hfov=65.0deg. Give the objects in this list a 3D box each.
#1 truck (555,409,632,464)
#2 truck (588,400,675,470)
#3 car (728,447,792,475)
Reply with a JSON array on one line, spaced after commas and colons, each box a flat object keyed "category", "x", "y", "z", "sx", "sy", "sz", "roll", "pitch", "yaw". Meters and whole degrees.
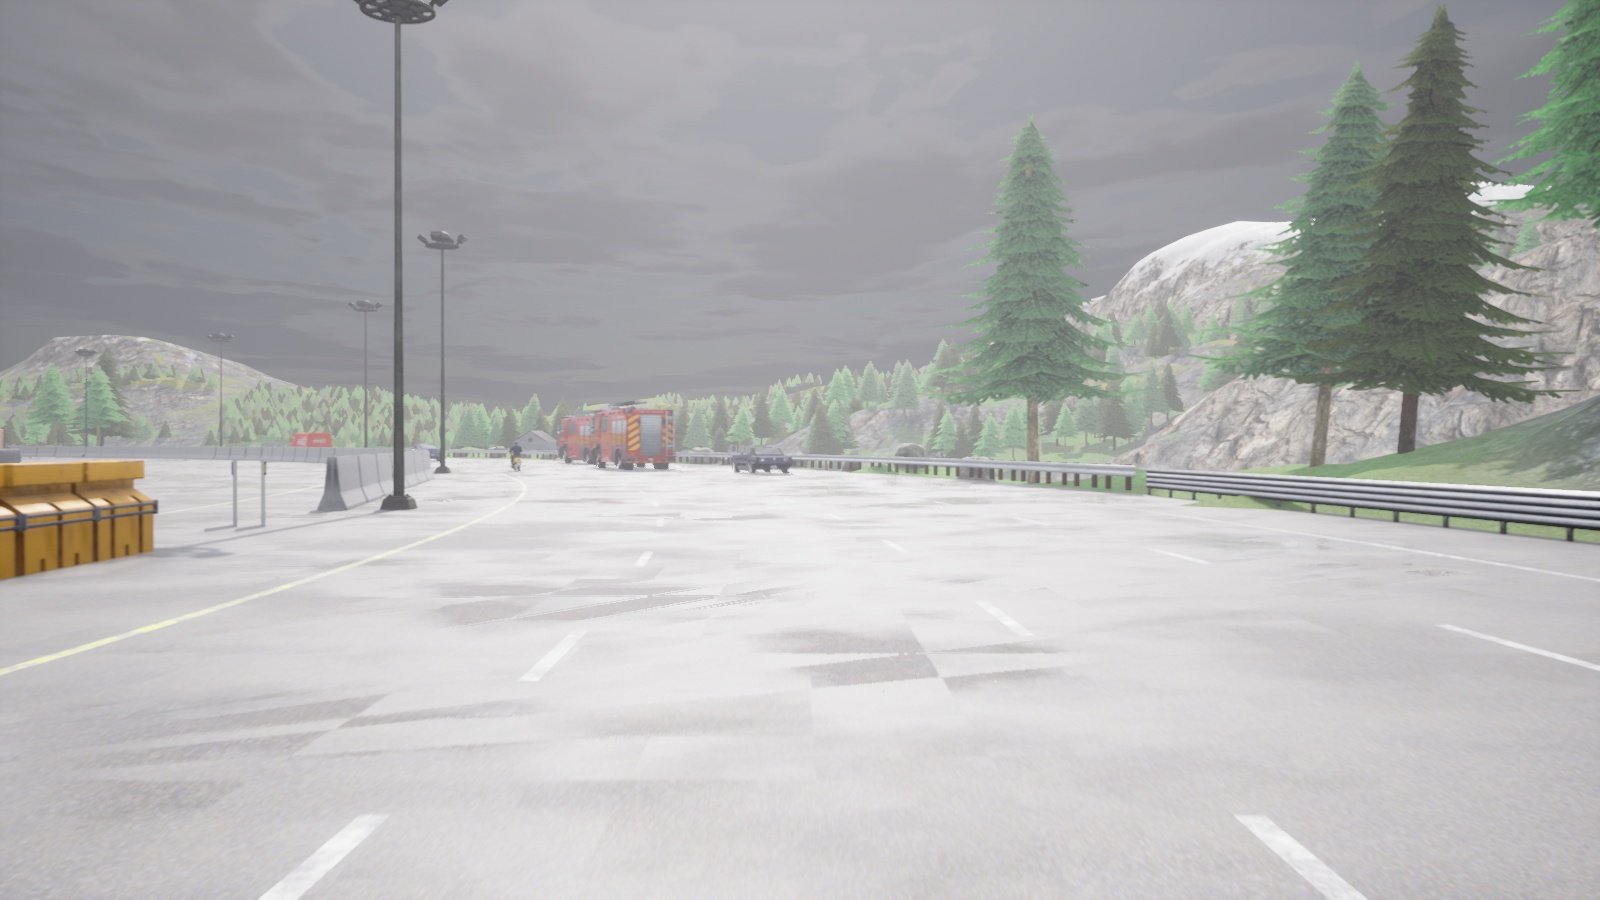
[{"category": "truck", "x": -15.172, "y": -0.946, "z": 91.574, "sx": 2.891, "sy": 3.827, "sz": 8.468, "roll": 0, "pitch": 0, "yaw": -29}, {"category": "truck", "x": -9.864, "y": -0.836, "z": 72.668, "sx": 2.891, "sy": 3.827, "sz": 8.468, "roll": 0, "pitch": 0, "yaw": -22}, {"category": "car", "x": -2.009, "y": 0.497, "z": 61.715, "sx": 1.895, "sy": 1.301, "sz": 4.718, "roll": 0, "pitch": 0, "yaw": -19}]
